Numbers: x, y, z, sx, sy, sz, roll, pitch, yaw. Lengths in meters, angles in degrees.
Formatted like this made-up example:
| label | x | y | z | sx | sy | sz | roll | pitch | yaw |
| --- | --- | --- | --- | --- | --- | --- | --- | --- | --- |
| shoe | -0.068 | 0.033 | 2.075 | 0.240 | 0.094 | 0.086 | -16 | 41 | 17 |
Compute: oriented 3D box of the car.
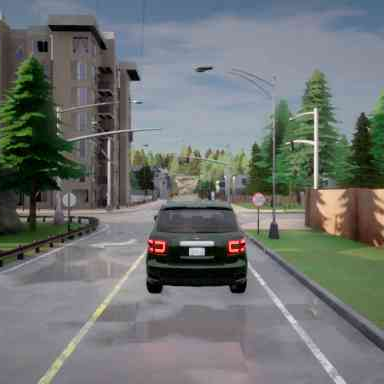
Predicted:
| label | x | y | z | sx | sy | sz | roll | pitch | yaw |
| --- | --- | --- | --- | --- | --- | --- | --- | --- | --- |
| car | 0.098 | 1.221 | 8.979 | 2.150 | 2.045 | 5.566 | 0 | 0 | 0 |
